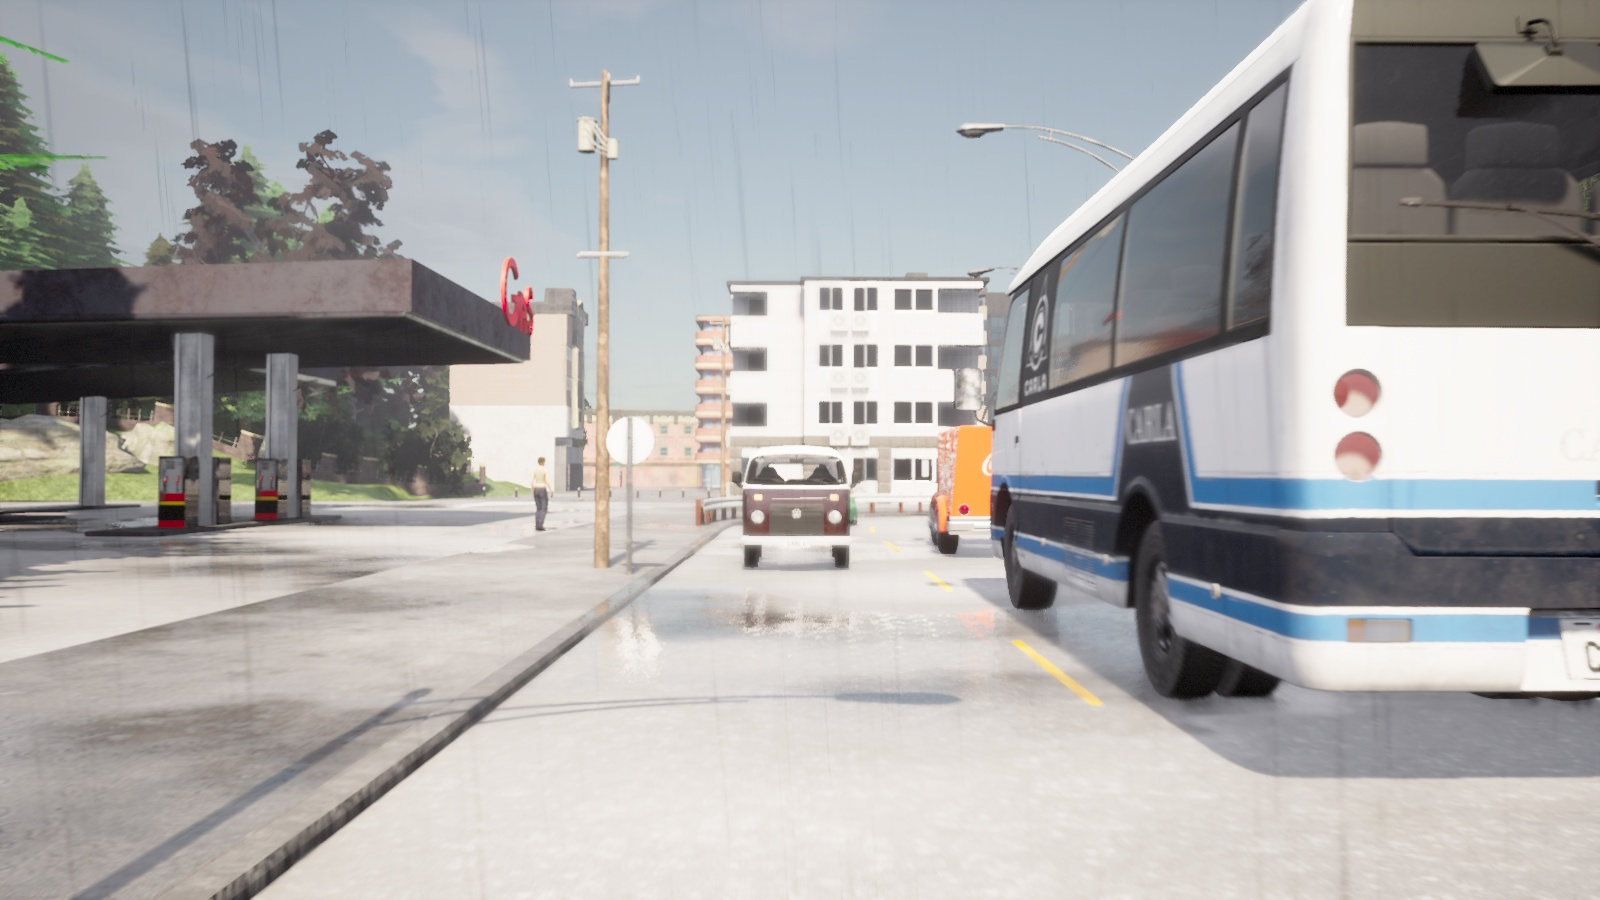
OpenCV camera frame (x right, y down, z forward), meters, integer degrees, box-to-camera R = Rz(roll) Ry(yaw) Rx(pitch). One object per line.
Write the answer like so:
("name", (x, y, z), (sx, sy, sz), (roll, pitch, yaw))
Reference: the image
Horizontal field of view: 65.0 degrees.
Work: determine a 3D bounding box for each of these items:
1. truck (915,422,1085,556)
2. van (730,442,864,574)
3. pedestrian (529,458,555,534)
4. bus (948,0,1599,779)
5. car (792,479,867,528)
("truck", (3.935, 0.789, 25.838), (2.627, 2.467, 5.204), (0, -1, 0))
("van", (-0.054, 0.944, 21.757), (2.069, 2.038, 4.480), (0, -1, 0))
("pedestrian", (-6.377, 1.130, 31.046), (0.345, 1.836, 0.594), (-1, -1, 21))
("bus", (3.966, -0.360, 11.581), (3.944, 4.253, 10.273), (0, -1, 0))
("car", (0.885, 1.550, 36.699), (1.481, 1.376, 2.207), (-1, -2, 22))
